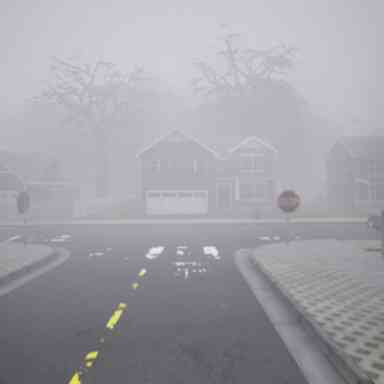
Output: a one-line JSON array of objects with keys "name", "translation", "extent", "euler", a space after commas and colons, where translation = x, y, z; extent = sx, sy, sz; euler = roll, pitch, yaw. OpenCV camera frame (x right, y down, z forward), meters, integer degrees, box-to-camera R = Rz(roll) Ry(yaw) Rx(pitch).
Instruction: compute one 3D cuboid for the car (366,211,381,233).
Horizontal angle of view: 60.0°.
[{"name": "car", "translation": [11.349, 1.444, 16.871], "extent": [4.674, 1.442, 1.812], "euler": [-1, 1, 0]}]
